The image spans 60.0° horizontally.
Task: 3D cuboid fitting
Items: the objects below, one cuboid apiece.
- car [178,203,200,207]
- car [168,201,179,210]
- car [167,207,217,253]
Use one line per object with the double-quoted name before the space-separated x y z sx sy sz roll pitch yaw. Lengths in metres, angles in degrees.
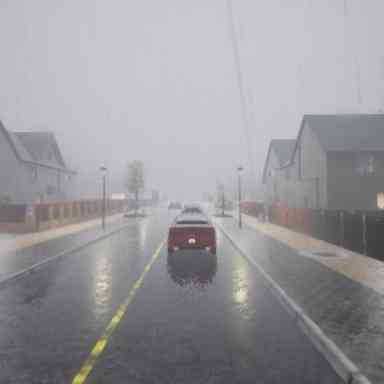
"car" 0.011 1.831 29.323 1.837 1.490 4.892 0 0 0
"car" -2.742 2.220 54.466 1.994 1.385 4.181 0 -1 0
"car" 0.009 1.628 14.494 1.882 1.535 5.008 0 0 0
